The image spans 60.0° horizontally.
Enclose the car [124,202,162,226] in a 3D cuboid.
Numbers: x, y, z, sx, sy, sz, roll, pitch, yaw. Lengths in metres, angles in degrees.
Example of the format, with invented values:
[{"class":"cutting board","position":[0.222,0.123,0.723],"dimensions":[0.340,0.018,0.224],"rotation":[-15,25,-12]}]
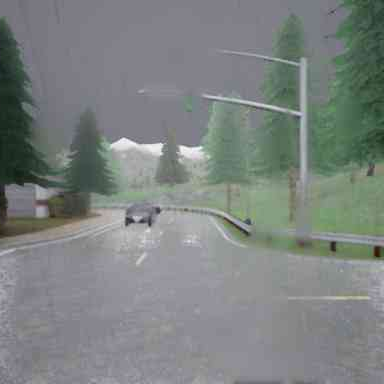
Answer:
[{"class":"car","position":[-3.647,1.604,24.188],"dimensions":[2.128,1.511,4.902],"rotation":[0,0,-1]}]

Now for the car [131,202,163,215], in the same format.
[{"class":"car","position":[-5.024,1.771,36.669],"dimensions":[1.895,1.301,4.718],"rotation":[0,0,-30]}]
